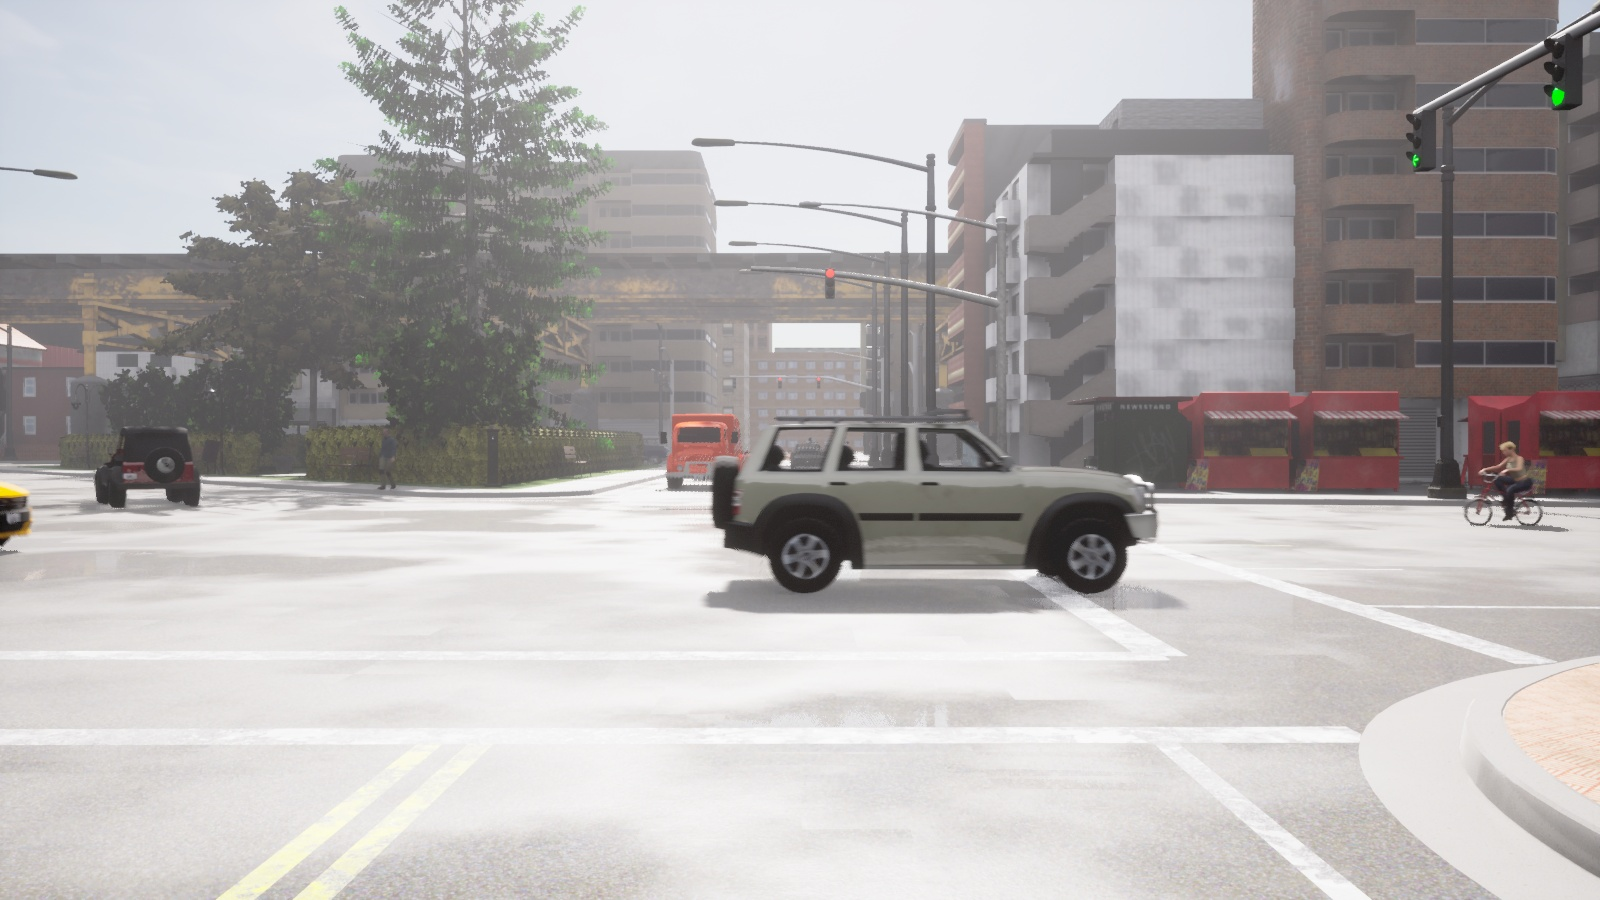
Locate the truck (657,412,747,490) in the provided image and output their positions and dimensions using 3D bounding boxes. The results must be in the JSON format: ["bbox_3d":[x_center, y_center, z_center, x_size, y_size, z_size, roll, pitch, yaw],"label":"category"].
[{"bbox_3d":[-3.240,0.017,42.607,2.627,2.467,5.204,0,0,0],"label":"truck"}]

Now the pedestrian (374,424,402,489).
[{"bbox_3d":[-11.852,0.188,36.116,0.402,1.842,0.726,0,0,22],"label":"pedestrian"}]

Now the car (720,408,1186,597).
[{"bbox_3d":[1.511,0.517,13.375,4.605,1.855,1.932,0,0,0],"label":"car"}]

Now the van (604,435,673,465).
[{"bbox_3d":[-10.856,0.014,84.505,4.442,1.987,1.775,0,0,0],"label":"van"}]

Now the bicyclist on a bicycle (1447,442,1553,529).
[{"bbox_3d":[13.311,0.669,23.905,1.509,1.612,0.866,1,0,0],"label":"bicyclist on a bicycle"}]

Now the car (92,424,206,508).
[{"bbox_3d":[-15.800,0.346,30.391,1.905,1.878,3.866,0,0,-36],"label":"car"}]

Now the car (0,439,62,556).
[{"bbox_3d":[-12.961,0.617,16.845,5.008,1.535,1.882,0,0,0],"label":"car"}]
